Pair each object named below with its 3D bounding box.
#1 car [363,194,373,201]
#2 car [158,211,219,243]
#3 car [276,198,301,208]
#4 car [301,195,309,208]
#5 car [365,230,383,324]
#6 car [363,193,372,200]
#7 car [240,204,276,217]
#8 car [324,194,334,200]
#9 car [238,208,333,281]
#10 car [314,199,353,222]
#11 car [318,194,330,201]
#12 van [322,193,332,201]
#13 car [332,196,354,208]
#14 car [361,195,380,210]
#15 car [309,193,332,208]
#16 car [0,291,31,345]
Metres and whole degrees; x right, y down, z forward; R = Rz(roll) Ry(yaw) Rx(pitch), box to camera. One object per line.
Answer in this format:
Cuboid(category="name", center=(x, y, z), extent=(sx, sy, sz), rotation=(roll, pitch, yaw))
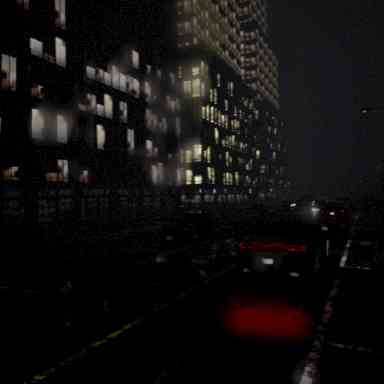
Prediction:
Cuboid(category="car", center=(36.249, 1.136, 68.602), extent=(1.802, 1.307, 4.206), rotation=(-1, 0, 27))
Cuboid(category="car", center=(-0.029, 1.681, 16.905), extent=(1.947, 1.339, 4.313), rotation=(-1, 0, 27))
Cuboid(category="car", center=(10.461, 1.541, 37.113), extent=(2.008, 1.369, 4.403), rotation=(-1, 0, 27))
Cuboid(category="car", center=(15.707, 1.471, 47.217), extent=(1.887, 1.381, 4.507), rotation=(-1, 0, 27))
Cuboid(category="car", center=(4.511, 1.440, 6.490), extent=(1.837, 1.490, 4.892), rotation=(-2, 0, 27))
Cuboid(category="car", center=(38.949, 1.044, 73.805), extent=(1.752, 1.417, 4.829), rotation=(-1, 0, 27))
Cuboid(category="car", center=(5.216, 1.635, 27.007), extent=(1.802, 1.307, 4.206), rotation=(-1, 0, 27))
Cuboid(category="car", center=(34.066, 1.254, 82.580), extent=(1.947, 1.339, 4.313), rotation=(-1, 0, 27))
Cuboid(category="car", center=(2.943, 1.476, 10.077), extent=(1.882, 1.535, 5.008), rotation=(-2, 0, 27))
Cuboid(category="car", center=(10.752, 1.471, 25.113), extent=(1.994, 1.385, 4.181), rotation=(-2, 0, 27))
Cuboid(category="car", center=(28.818, 1.198, 72.476), extent=(1.967, 1.590, 4.097), rotation=(-1, 0, 27))
Cuboid(category="van", center=(31.439, 1.065, 77.529), extent=(1.690, 1.788, 3.998), rotation=(-1, 0, 27))
Cuboid(category="car", center=(18.431, 1.294, 40.128), extent=(1.882, 1.535, 5.008), rotation=(-2, 0, 27))
Cuboid(category="car", center=(20.514, 1.320, 38.292), extent=(1.947, 1.339, 4.313), rotation=(-1, 0, 27))
Cuboid(category="car", center=(17.571, 1.220, 44.989), extent=(2.097, 1.767, 4.553), rotation=(-2, 0, 27))
Cuboid(category="car", center=(-4.220, 1.724, 3.217), extent=(1.895, 1.301, 4.718), rotation=(-2, 0, 27))
